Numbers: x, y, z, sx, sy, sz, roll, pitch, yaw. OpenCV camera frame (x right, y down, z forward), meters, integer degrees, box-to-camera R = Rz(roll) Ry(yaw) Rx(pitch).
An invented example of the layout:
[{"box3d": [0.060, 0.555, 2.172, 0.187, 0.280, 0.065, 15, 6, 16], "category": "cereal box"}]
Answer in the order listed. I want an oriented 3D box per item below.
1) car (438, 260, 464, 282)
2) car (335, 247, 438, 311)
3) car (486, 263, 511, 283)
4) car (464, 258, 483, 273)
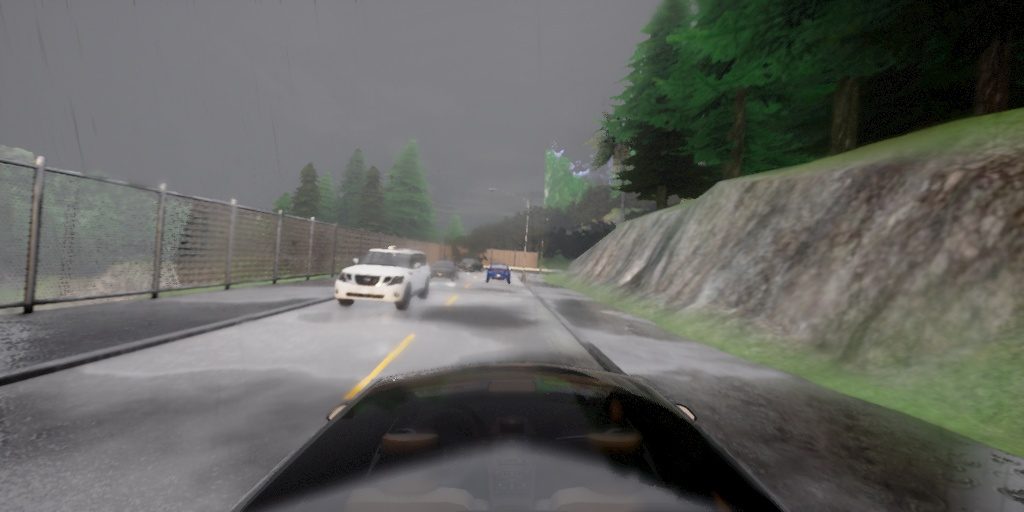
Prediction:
[{"box3d": [-5.092, 1.059, 27.390, 1.837, 1.490, 4.892, 4, 0, -2], "category": "car"}, {"box3d": [-4.535, 0.722, 13.604, 2.150, 2.045, 5.566, 4, -1, -2], "category": "car"}, {"box3d": [-1.109, 1.336, 29.747, 1.882, 1.535, 5.008, 4, 0, -2], "category": "car"}, {"box3d": [-5.064, 1.070, 43.028, 2.097, 1.767, 4.553, 4, 0, 16], "category": "car"}]
